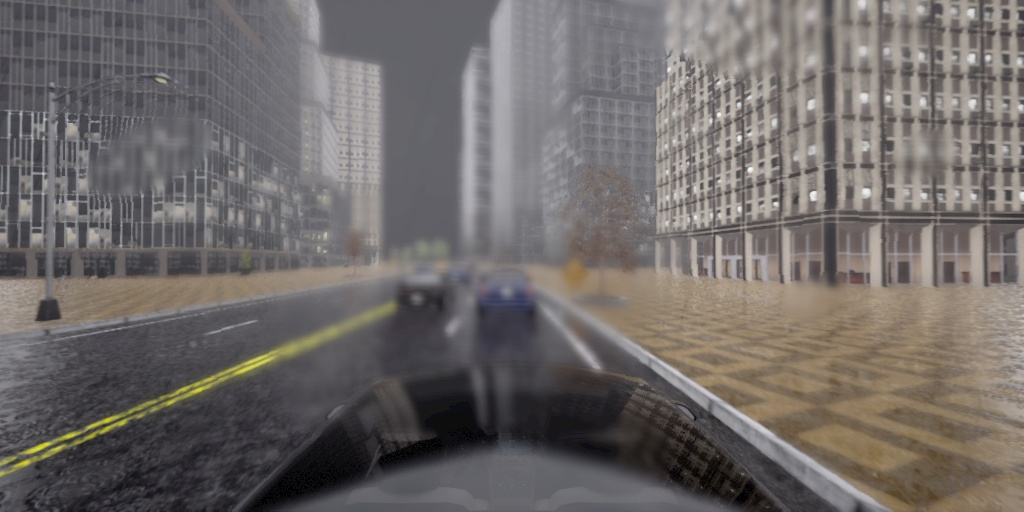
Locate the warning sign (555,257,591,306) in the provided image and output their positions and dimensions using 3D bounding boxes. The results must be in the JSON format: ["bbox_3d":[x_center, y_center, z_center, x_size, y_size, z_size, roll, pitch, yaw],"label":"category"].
[{"bbox_3d":[2.594,1.034,14.663,1.300,1.860,1.060,0,0,-2],"label":"warning sign"}]

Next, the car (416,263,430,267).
[{"bbox_3d":[-14.463,1.865,58.376,2.097,1.767,4.553,0,-1,-9],"label":"car"}]

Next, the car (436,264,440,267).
[{"bbox_3d":[-11.077,1.977,57.767,1.882,1.535,5.008,0,-1,-8],"label":"car"}]

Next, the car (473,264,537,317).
[{"bbox_3d":[-0.229,1.268,14.268,2.097,1.767,4.553,0,-1,-2],"label":"car"}]

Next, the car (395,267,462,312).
[{"bbox_3d":[-3.519,1.415,15.485,1.882,1.535,5.008,0,0,-2],"label":"car"}]

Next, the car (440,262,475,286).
[{"bbox_3d":[-4.346,1.470,29.224,2.097,1.767,4.553,0,-1,-4],"label":"car"}]
